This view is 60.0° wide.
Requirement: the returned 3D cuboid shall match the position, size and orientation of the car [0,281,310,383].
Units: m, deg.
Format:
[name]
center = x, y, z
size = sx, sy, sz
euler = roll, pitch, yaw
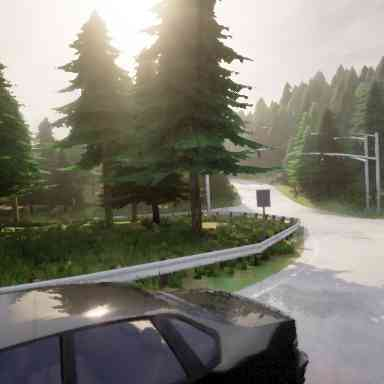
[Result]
[car]
center = -1.294, 1.551, 2.507
size = 5.357, 1.411, 2.033
euler = 1, 0, -38
